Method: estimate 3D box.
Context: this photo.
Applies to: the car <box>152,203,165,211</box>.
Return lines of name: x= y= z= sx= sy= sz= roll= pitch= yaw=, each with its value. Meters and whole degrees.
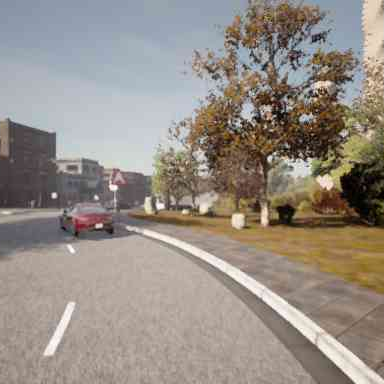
car: x=-7.455 y=3.345 z=74.242 sx=1.882 sy=1.535 sz=5.008 roll=0 pitch=-3 yaw=8

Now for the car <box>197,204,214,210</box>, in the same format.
car: x=3.801 y=4.154 z=91.558 sx=4.553 sy=1.767 sz=2.185 roll=0 pitch=-2 yaw=8

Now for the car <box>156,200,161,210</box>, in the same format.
car: x=-5.582 y=2.692 z=63.907 sx=2.150 sy=2.045 sz=5.566 roll=0 pitch=-3 yaw=8

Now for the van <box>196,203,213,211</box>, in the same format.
van: x=3.285 y=3.948 z=88.856 sx=4.442 sy=1.987 sz=1.878 roll=0 pitch=-2 yaw=8

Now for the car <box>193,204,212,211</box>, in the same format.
car: x=2.643 y=3.825 z=83.509 sx=4.553 sy=1.767 sz=2.185 roll=0 pitch=-2 yaw=8

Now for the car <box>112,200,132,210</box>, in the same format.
car: x=-8.683 y=1.628 z=39.667 sx=2.033 sy=1.411 sz=5.357 roll=0 pitch=-3 yaw=6

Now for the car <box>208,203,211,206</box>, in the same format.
car: x=1.174 y=3.477 z=72.462 sx=4.674 sy=1.452 sz=2.002 roll=0 pitch=-3 yaw=8

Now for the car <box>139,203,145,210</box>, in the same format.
car: x=-8.808 y=2.955 z=64.303 sx=2.128 sy=1.511 sz=4.902 roll=0 pitch=-3 yaw=8

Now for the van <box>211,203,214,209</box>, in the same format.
van: x=2.402 y=3.597 z=80.638 sx=4.442 sy=1.987 sz=1.878 roll=0 pitch=-3 yaw=8

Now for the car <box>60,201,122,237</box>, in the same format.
car: x=-5.219 y=1.270 z=16.382 sx=1.812 sy=1.442 sz=4.674 roll=-1 pitch=1 yaw=-31

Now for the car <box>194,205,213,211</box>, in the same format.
car: x=3.022 y=4.062 z=86.101 sx=4.892 sy=1.521 sz=2.231 roll=0 pitch=-2 yaw=8

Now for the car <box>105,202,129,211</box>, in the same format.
car: x=-10.857 y=2.159 z=48.318 sx=1.895 sy=1.301 sz=4.718 roll=0 pitch=-3 yaw=7

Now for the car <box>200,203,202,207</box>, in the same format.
car: x=-1.430 y=2.415 z=53.386 sx=5.008 sy=1.535 sz=2.097 roll=0 pitch=-3 yaw=8

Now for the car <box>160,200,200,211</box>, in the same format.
car: x=-1.802 y=2.258 z=50.660 sx=4.892 sy=1.521 sz=2.231 roll=0 pitch=-3 yaw=8
